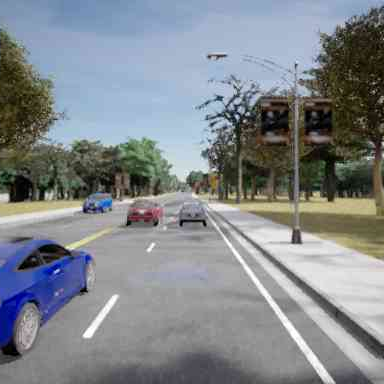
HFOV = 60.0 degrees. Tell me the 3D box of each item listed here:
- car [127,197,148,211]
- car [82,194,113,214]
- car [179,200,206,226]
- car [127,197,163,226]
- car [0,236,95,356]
[{"bbox_3d":[-6.778,1.459,42.108,1.882,1.535,5.008,0,0,0],"label":"car"},{"bbox_3d":[-9.985,1.202,35.710,2.150,2.045,5.566,0,0,0],"label":"car"},{"bbox_3d":[0.031,1.532,23.354,2.033,1.411,5.357,0,0,-1],"label":"car"},{"bbox_3d":[-3.218,1.336,23.490,2.097,1.767,4.553,0,0,0],"label":"car"},{"bbox_3d":[-3.159,1.519,5.899,1.812,1.442,4.674,0,0,0],"label":"car"}]
